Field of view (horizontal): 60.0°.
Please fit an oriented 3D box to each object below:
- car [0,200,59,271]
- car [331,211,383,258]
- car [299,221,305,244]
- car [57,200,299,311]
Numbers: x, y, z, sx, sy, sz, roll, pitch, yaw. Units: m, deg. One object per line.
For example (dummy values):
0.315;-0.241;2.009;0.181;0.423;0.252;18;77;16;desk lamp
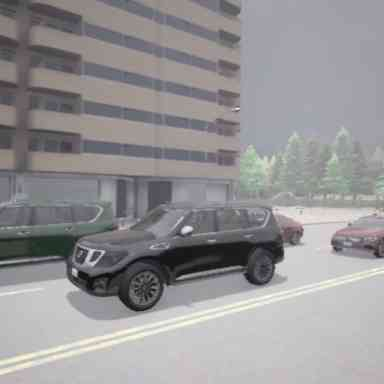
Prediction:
-4.725;1.240;9.215;5.566;2.045;2.150;1;-1;-35;car
7.688;1.704;13.747;4.674;1.442;1.812;1;-1;-35;car
3.098;1.665;14.782;4.674;1.442;1.812;1;-1;-35;car
-0.077;1.280;8.228;5.566;2.045;2.150;1;-1;-35;car
